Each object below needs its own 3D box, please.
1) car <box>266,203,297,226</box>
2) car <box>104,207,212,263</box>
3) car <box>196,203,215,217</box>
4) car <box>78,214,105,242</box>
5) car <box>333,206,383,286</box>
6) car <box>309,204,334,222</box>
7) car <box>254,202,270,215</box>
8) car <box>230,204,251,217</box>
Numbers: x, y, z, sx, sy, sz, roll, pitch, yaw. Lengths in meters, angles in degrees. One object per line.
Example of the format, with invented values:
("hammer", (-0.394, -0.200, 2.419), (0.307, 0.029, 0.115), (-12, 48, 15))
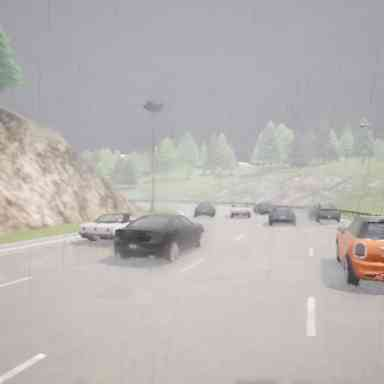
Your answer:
("car", (6.989, 1.765, 25.560), (1.994, 1.385, 4.181), (0, 0, 16))
("car", (-0.958, 1.541, 12.523), (1.882, 1.535, 5.008), (0, 0, 20))
("car", (1.329, 1.767, 33.868), (1.994, 1.385, 4.181), (1, 0, 4))
("car", (-3.307, 1.667, 16.328), (1.895, 1.301, 4.718), (0, 0, 20))
("car", (5.393, 1.448, 9.497), (2.097, 1.767, 4.553), (0, 0, 20))
("car", (11.153, 1.742, 28.221), (2.128, 1.511, 4.902), (1, 0, 10))
("car", (8.242, 1.844, 37.365), (1.994, 1.385, 4.181), (1, 0, -1))
("car", (4.857, 1.833, 33.876), (1.895, 1.301, 4.718), (0, 0, 5))
